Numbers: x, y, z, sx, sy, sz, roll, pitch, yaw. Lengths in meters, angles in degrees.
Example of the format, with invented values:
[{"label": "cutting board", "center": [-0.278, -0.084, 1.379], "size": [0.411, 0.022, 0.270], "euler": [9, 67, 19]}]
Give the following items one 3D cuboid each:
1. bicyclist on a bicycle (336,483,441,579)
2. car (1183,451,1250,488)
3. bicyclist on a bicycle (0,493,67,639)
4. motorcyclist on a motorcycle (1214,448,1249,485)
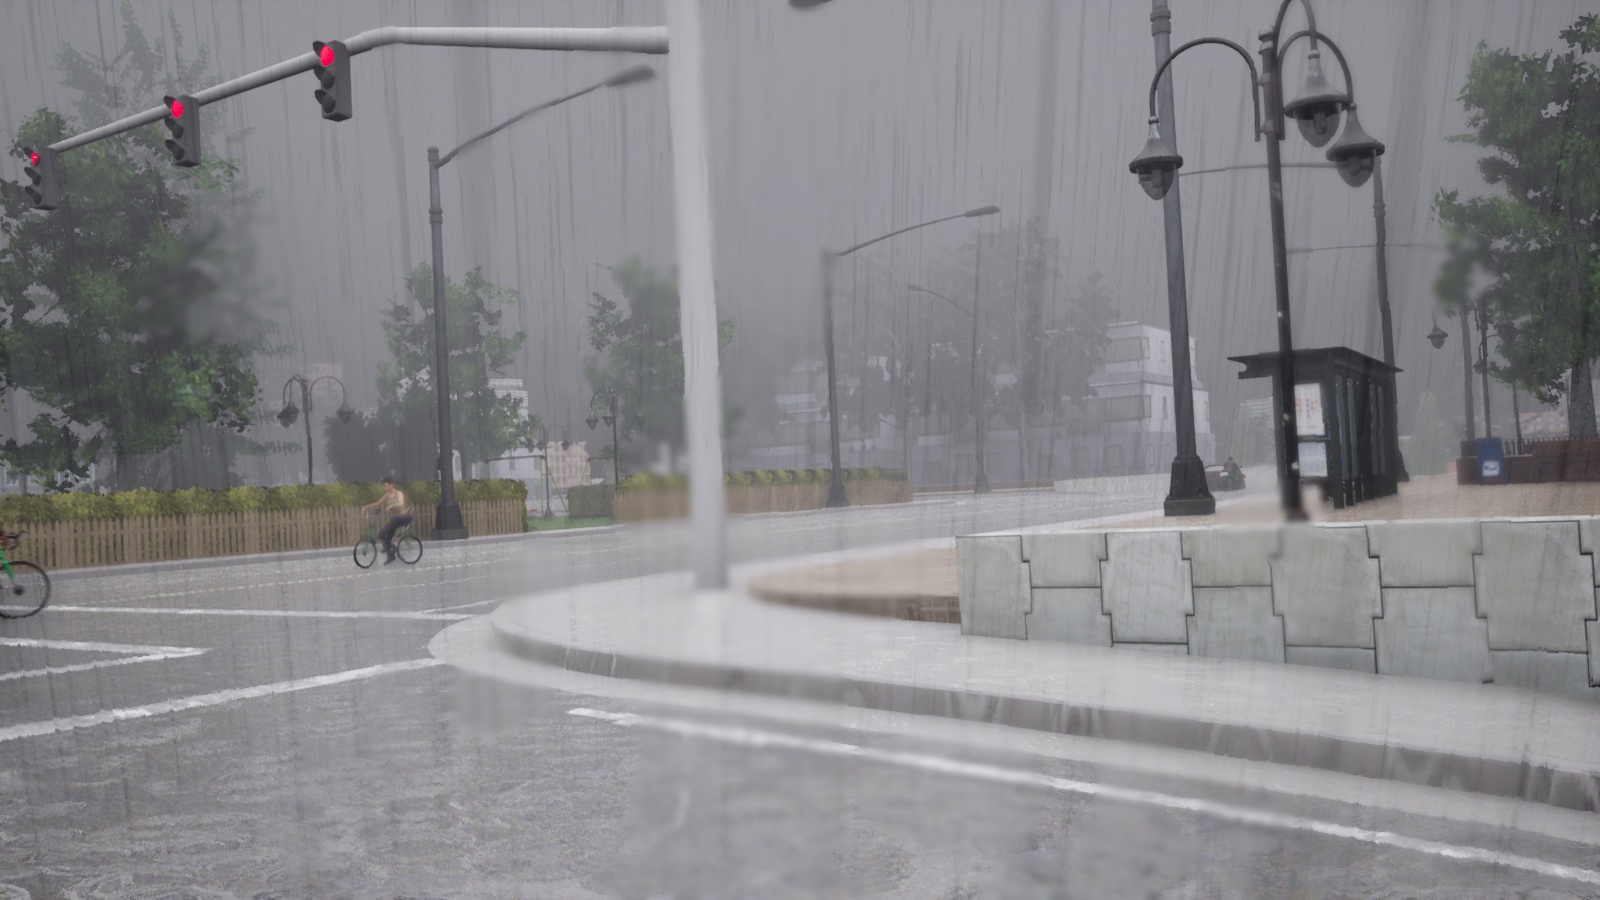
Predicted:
[{"label": "bicyclist on a bicycle", "center": [-7.434, 1.448, 22.724], "size": [0.866, 1.612, 1.509], "euler": [-5, -2, 35]}, {"label": "car", "center": [21.674, 1.067, 65.211], "size": [1.882, 1.535, 5.008], "euler": [-5, -7, 34]}, {"label": "bicyclist on a bicycle", "center": [-9.403, 1.349, 14.308], "size": [0.582, 1.620, 1.656], "euler": [-7, -4, 43]}, {"label": "motorcyclist on a motorcycle", "center": [18.909, 0.716, 55.025], "size": [0.797, 1.523, 2.044], "euler": [-5, -3, 34]}]
